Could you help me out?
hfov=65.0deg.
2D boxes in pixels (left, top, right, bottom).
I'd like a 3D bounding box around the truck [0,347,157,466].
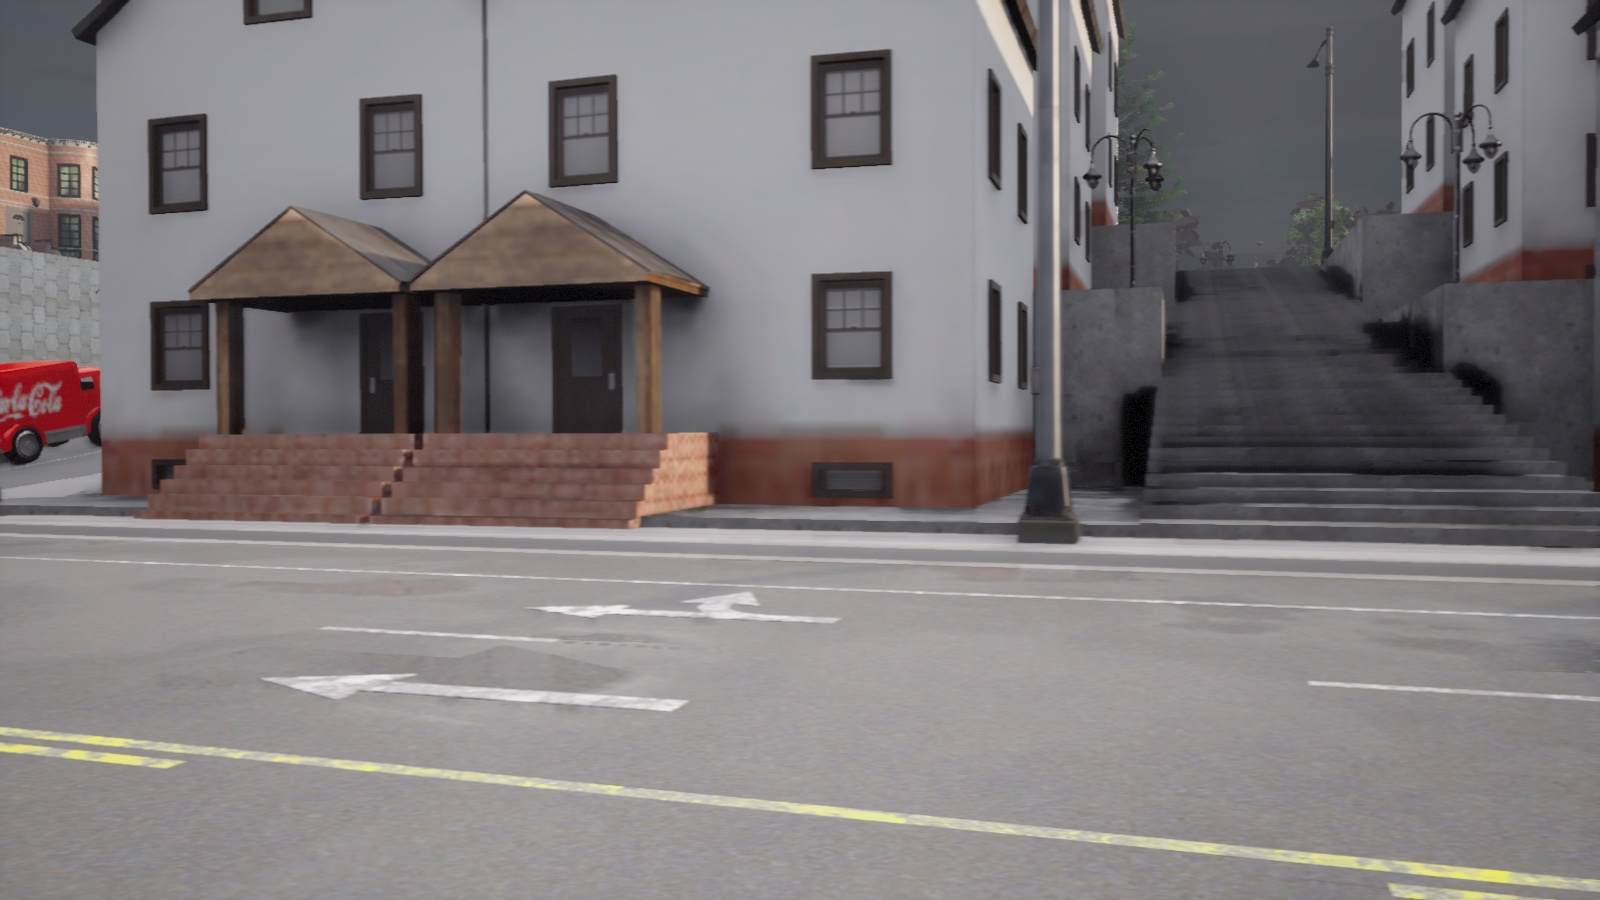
[{"bbox_3d":[-20.444,-1.244,33.576,2.627,2.467,5.204,1,10,18],"label":"truck"}]
